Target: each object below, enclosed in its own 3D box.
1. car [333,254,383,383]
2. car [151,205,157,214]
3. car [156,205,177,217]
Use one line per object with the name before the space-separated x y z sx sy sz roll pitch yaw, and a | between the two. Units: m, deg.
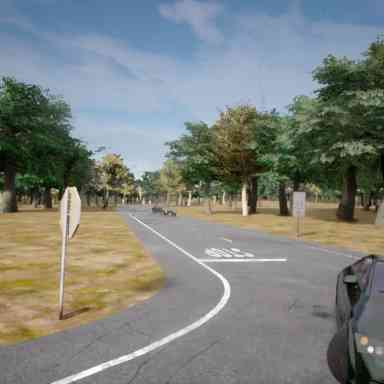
car | 3.137 1.643 4.667 1.994 1.385 4.181 1 -1 22
car | -5.783 2.960 56.904 1.882 1.535 5.008 3 -2 -14
car | -3.514 2.849 48.061 1.895 1.301 4.718 3 -2 -13
